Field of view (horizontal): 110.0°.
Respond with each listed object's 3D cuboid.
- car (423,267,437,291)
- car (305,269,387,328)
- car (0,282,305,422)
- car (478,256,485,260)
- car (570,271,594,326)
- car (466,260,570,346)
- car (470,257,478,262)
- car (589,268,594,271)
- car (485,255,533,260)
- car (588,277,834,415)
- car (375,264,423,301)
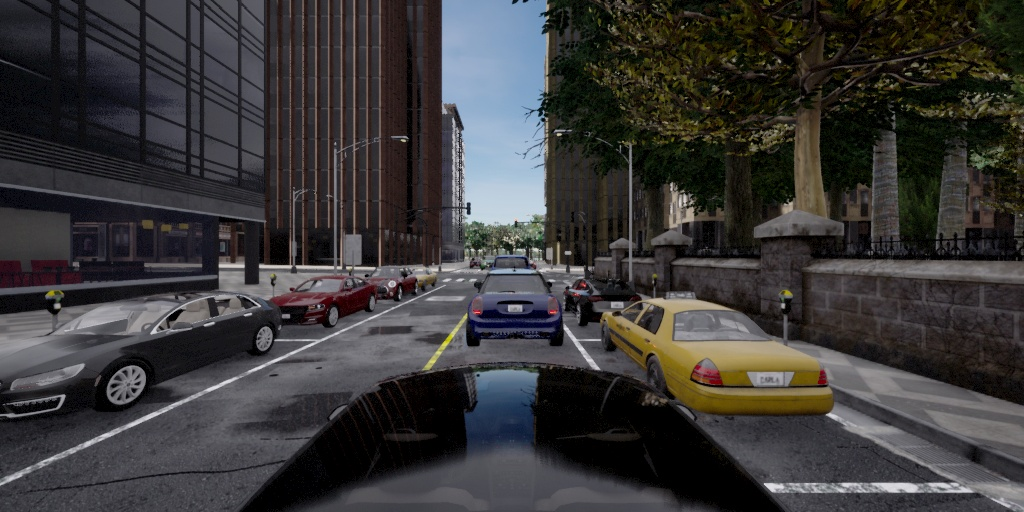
[{"bbox_3d":[-5.806,1.277,22.149,1.751,1.417,4.829,0,0,0],"label":"car"},{"bbox_3d":[-5.783,1.295,11.405,1.888,1.381,4.507,0,0,0],"label":"car"},{"bbox_3d":[-5.772,1.300,5.948,2.007,1.370,4.403,0,0,0],"label":"car"},{"bbox_3d":[-3.205,0.982,51.202,2.150,2.045,5.566,0,0,-1],"label":"car"},{"bbox_3d":[2.742,1.316,11.425,1.948,1.339,4.313,0,0,0],"label":"car"},{"bbox_3d":[0.037,1.102,9.527,2.097,1.767,4.553,0,0,-1],"label":"car"},{"bbox_3d":[-5.884,1.078,59.726,2.192,1.841,5.009,0,0,0],"label":"car"},{"bbox_3d":[10.181,1.489,36.890,4.892,1.490,1.837,1,0,-2],"label":"car"},{"bbox_3d":[-0.031,0.972,18.961,2.150,2.045,5.566,0,0,0],"label":"car"},{"bbox_3d":[2.753,1.275,6.138,1.751,1.417,4.829,0,0,0],"label":"car"},{"bbox_3d":[-5.795,1.190,16.862,1.967,1.591,4.097,0,0,0],"label":"car"}]
